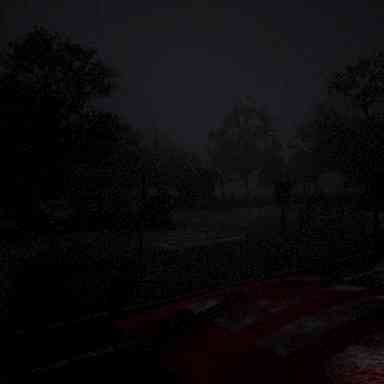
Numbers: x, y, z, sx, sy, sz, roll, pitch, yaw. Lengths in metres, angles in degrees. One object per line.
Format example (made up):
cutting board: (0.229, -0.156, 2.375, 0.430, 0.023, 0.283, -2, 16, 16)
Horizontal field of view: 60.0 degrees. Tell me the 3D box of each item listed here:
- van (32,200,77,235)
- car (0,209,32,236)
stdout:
van: (-8.558, 1.463, 20.500, 1.878, 1.987, 4.442, 0, 0, -36)
car: (-10.900, 1.699, 19.004, 2.163, 1.488, 4.792, 0, 0, -36)
